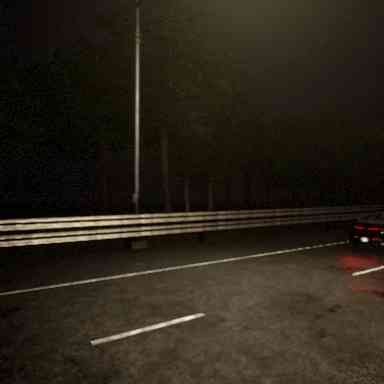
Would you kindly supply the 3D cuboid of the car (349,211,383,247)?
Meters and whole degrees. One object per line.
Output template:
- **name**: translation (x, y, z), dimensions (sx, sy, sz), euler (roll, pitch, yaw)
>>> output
- **car**: translation (8.655, 1.580, 14.248), dimensions (4.892, 1.490, 1.837), euler (0, 0, -35)
